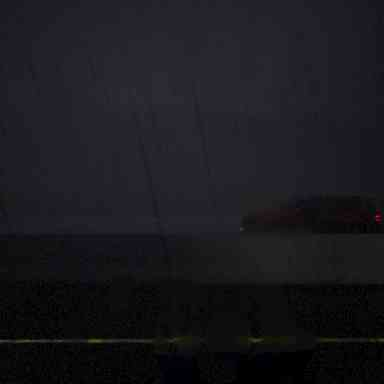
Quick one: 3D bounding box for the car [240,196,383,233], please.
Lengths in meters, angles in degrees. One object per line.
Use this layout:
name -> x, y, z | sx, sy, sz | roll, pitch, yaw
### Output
car -> 4.852, 1.195, 13.852 | 5.566, 2.045, 2.150 | 0, 0, 0
